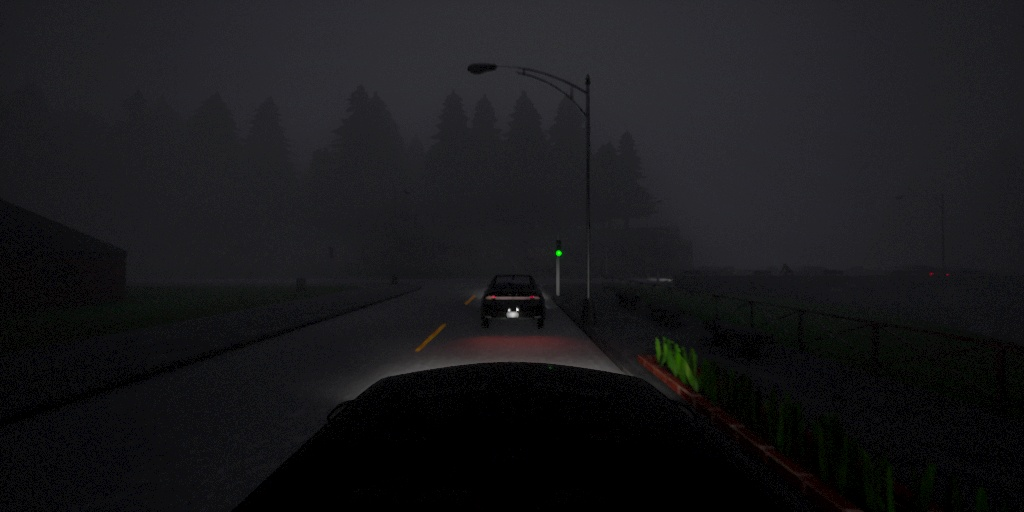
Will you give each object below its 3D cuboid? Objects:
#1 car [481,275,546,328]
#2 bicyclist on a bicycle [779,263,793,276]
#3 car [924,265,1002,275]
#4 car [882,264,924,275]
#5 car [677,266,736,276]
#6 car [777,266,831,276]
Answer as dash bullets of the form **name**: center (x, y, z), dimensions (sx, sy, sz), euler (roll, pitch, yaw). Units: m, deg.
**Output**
- **car**: center (0.046, 1.358, 11.918), dimensions (2.128, 1.511, 4.902), euler (0, -1, 1)
- **bicyclist on a bicycle**: center (21.159, 1.393, 27.687), dimensions (0.582, 1.620, 1.656), euler (0, -1, 0)
- **car**: center (40.391, 1.692, 31.971), dimensions (4.718, 1.301, 1.895), euler (0, -1, 0)
- **car**: center (40.265, 1.615, 36.049), dimensions (5.008, 1.535, 1.882), euler (0, -1, 0)
- **car**: center (19.498, 1.686, 36.083), dimensions (5.357, 1.411, 2.033), euler (0, -1, 0)
- **car**: center (29.798, 1.686, 36.076), dimensions (5.357, 1.411, 2.033), euler (0, -1, 0)
